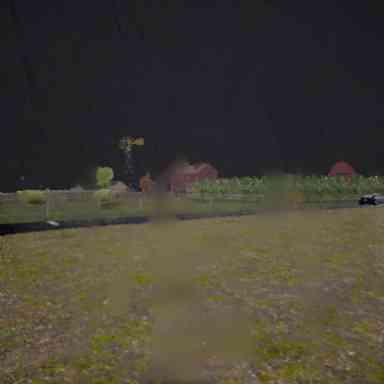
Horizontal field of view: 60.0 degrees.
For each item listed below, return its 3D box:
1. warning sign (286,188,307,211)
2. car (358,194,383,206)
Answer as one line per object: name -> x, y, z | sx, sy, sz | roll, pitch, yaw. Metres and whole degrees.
warning sign -> 8.706, 0.623, 27.742 | 1.060, 1.860, 1.300 | 0, -1, -34
car -> 21.589, 0.877, 39.331 | 4.181, 1.385, 1.994 | -1, 0, -34
